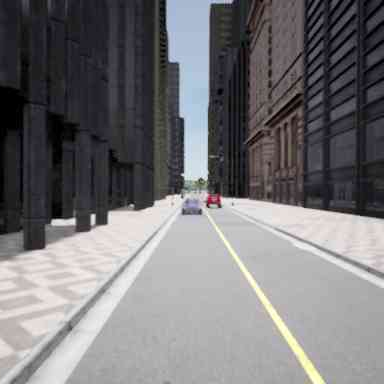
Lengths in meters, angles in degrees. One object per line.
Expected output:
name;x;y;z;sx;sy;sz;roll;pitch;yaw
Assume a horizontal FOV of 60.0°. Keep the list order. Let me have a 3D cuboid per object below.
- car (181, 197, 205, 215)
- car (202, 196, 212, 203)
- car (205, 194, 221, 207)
car;-0.004;1.378;33.943;2.097;1.767;4.553;0;0;0
car;3.193;1.640;70.604;1.895;1.301;4.718;0;0;0
car;3.238;1.266;50.847;2.150;2.045;5.566;0;0;0
